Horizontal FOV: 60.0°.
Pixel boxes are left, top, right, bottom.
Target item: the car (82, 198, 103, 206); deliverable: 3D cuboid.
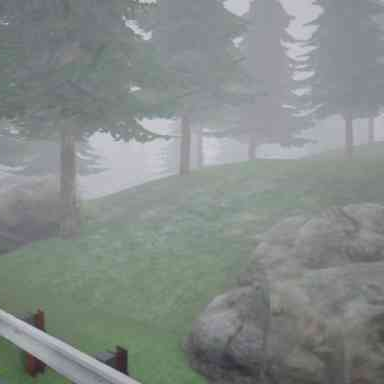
[{"bbox_3d":[-16.774,1.644,55.637,4.181,1.385,1.994,0,0,40],"label":"car"}]
